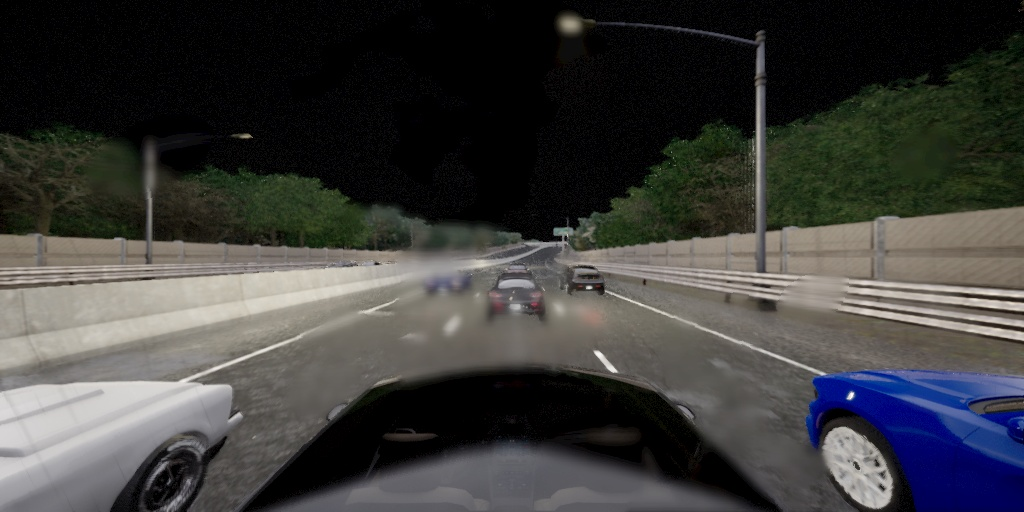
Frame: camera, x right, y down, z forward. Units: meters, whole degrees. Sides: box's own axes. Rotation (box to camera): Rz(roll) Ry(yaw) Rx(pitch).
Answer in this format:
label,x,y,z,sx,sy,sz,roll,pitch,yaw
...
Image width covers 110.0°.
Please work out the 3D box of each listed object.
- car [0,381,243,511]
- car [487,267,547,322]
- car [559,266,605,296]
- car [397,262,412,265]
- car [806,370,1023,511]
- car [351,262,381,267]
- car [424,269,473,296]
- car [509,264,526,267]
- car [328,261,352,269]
label,x,y,z,sx,sy,sz,roll,pitch,yaw
car,-3.390,1.351,1.108,1.895,1.301,4.718,0,0,0
car,0.162,1.280,12.276,1.812,1.442,4.674,0,0,0
car,3.751,1.278,19.665,1.837,1.490,4.892,0,0,1
car,-13.248,1.434,44.666,2.033,1.411,5.357,0,0,3
car,3.613,1.229,1.197,1.882,1.535,5.008,0,0,0
car,-16.837,1.398,42.733,1.812,1.442,4.674,0,-1,3
car,-3.257,1.370,19.423,1.895,1.301,4.718,0,0,1
car,0.451,1.363,30.003,2.033,1.411,5.357,0,0,1
car,-20.315,1.365,43.338,2.128,1.511,4.902,0,0,3
